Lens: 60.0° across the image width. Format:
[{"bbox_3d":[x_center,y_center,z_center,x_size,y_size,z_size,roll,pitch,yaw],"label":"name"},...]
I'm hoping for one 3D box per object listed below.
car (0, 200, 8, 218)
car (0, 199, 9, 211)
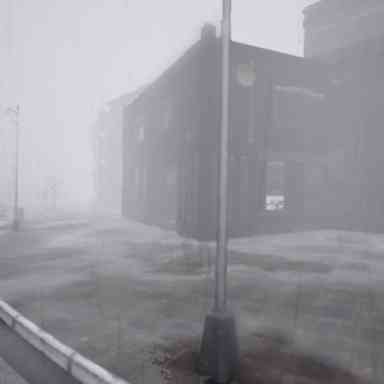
[{"bbox_3d":[-18.378,1.610,30.144,2.097,1.767,4.553,1,-1,-19],"label":"car"},{"bbox_3d":[-28.215,1.872,48.261,1.882,1.535,5.008,1,-1,-18],"label":"car"}]
